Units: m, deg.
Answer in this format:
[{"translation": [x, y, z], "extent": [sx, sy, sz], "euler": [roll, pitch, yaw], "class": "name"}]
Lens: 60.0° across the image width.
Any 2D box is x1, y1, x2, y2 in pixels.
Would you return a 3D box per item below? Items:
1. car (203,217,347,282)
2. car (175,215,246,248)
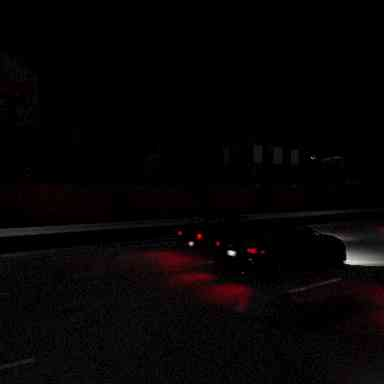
[{"translation": [2.668, 1.558, 9.795], "extent": [4.181, 1.385, 1.994], "euler": [0, 0, -35], "class": "car"}, {"translation": [1.782, 1.594, 13.441], "extent": [4.718, 1.301, 1.895], "euler": [0, 0, -35], "class": "car"}]
